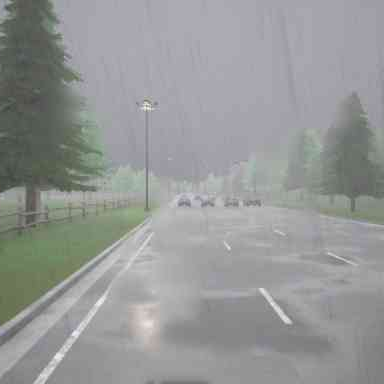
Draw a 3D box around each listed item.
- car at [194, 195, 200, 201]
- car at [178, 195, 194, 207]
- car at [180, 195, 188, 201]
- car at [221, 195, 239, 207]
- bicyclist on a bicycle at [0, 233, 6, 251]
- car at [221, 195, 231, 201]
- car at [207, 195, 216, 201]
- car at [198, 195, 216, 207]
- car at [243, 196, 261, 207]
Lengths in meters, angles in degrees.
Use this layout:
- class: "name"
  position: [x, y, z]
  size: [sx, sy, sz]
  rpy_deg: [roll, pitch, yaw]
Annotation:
- class: "car"
  position: [1.486, 1.492, 86.428]
  size: [1.837, 1.490, 4.892]
  rpy_deg: [0, 0, -1]
- class: "car"
  position: [-1.124, 1.596, 51.019]
  size: [1.895, 1.301, 4.718]
  rpy_deg: [0, 0, -1]
- class: "car"
  position: [-2.034, 1.532, 87.231]
  size: [2.033, 1.411, 5.357]
  rpy_deg: [0, 0, -1]
- class: "car"
  position: [5.885, 1.487, 50.255]
  size: [2.128, 1.511, 4.902]
  rpy_deg: [0, 0, -1]
- class: "bicyclist on a bicycle"
  position: [-7.295, 1.304, 11.541]
  size: [1.656, 1.620, 0.582]
  rpy_deg: [-2, 0, -1]
- class: "car"
  position: [8.539, 1.545, 84.297]
  size: [1.994, 1.385, 4.181]
  rpy_deg: [0, 0, -1]
- class: "car"
  position: [5.018, 1.517, 85.158]
  size: [1.812, 1.442, 4.674]
  rpy_deg: [0, 0, -1]
- class: "car"
  position: [2.375, 1.596, 50.902]
  size: [1.895, 1.301, 4.718]
  rpy_deg: [0, 0, -1]
- class: "car"
  position: [9.315, 1.347, 52.106]
  size: [2.097, 1.767, 4.553]
  rpy_deg: [0, 0, -1]
